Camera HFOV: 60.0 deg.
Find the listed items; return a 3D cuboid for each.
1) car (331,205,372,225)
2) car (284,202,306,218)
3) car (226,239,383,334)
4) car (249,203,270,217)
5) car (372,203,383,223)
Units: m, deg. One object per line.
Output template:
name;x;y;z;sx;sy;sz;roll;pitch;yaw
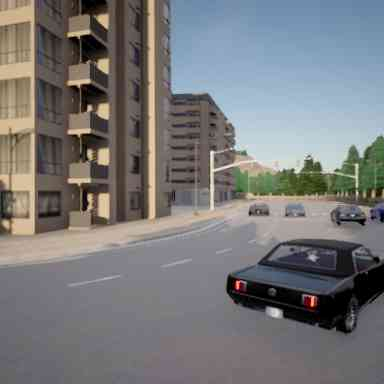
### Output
car;11.705;1.676;25.145;2.033;1.411;5.357;0;0;16
car;10.338;1.747;33.325;2.033;1.411;5.357;0;0;16
car;2.824;1.641;6.944;1.895;1.301;4.718;-1;-1;43
car;7.077;1.792;34.638;1.994;1.385;4.181;0;-1;16
car;15.802;1.597;26.829;1.882;1.535;5.008;0;0;17
